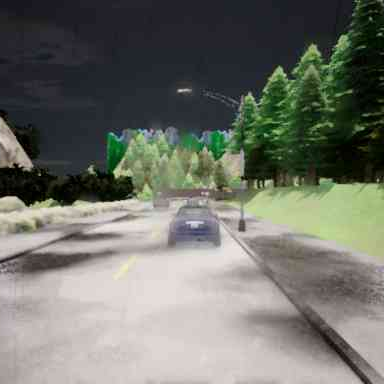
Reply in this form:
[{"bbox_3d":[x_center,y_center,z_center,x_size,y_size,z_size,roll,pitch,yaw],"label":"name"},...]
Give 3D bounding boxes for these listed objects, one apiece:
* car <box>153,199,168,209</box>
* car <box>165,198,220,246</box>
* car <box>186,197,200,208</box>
[{"bbox_3d":[-4.065,1.581,45.007,1.994,1.385,4.181,0,0,0],"label":"car"},{"bbox_3d":[0.101,1.358,15.356,2.097,1.767,4.553,0,0,0],"label":"car"},{"bbox_3d":[0.101,1.566,49.531,2.033,1.411,5.357,0,0,0],"label":"car"}]
